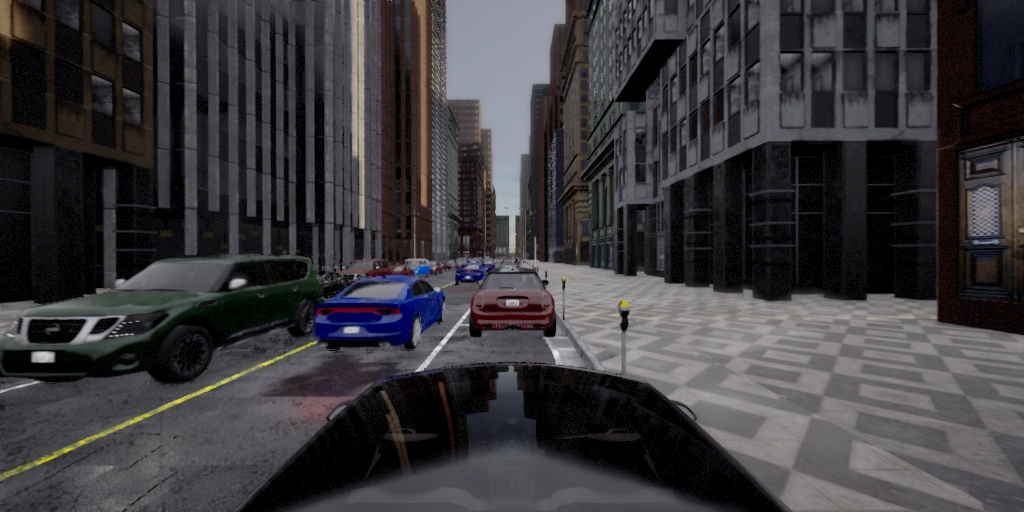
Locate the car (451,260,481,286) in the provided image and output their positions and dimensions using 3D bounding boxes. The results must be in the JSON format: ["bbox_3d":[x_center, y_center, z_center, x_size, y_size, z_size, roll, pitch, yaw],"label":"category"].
[{"bbox_3d":[-2.884,1.258,26.073,1.882,1.535,5.008,0,0,0],"label":"car"}]

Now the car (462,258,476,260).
[{"bbox_3d":[-5.827,1.384,51.013,1.812,1.442,4.674,0,0,0],"label":"car"}]

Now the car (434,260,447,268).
[{"bbox_3d":[-8.667,1.249,38.509,1.967,1.591,4.097,0,0,0],"label":"car"}]

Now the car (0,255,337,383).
[{"bbox_3d":[-6.202,0.995,7.517,2.150,2.045,5.566,0,0,0],"label":"car"}]

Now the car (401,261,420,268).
[{"bbox_3d":[-8.738,1.344,27.236,1.888,1.381,4.507,0,0,0],"label":"car"}]

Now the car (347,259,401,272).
[{"bbox_3d":[-8.773,1.108,21.599,2.192,1.841,5.009,0,0,0],"label":"car"}]

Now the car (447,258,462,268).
[{"bbox_3d":[-8.596,1.260,49.783,1.967,1.591,4.097,0,0,0],"label":"car"}]

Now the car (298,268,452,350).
[{"bbox_3d":[-2.990,1.243,9.190,1.882,1.535,5.008,0,0,0],"label":"car"}]

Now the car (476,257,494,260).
[{"bbox_3d":[-2.876,1.275,43.338,1.882,1.535,5.008,0,0,0],"label":"car"}]

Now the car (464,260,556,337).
[{"bbox_3d":[0.030,1.110,10.458,2.097,1.767,4.553,0,0,0],"label":"car"}]

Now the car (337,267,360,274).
[{"bbox_3d":[-8.809,1.354,15.963,1.948,1.339,4.313,0,0,0],"label":"car"}]

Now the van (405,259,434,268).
[{"bbox_3d":[-8.702,1.145,32.873,1.690,1.789,3.998,0,0,0],"label":"van"}]
